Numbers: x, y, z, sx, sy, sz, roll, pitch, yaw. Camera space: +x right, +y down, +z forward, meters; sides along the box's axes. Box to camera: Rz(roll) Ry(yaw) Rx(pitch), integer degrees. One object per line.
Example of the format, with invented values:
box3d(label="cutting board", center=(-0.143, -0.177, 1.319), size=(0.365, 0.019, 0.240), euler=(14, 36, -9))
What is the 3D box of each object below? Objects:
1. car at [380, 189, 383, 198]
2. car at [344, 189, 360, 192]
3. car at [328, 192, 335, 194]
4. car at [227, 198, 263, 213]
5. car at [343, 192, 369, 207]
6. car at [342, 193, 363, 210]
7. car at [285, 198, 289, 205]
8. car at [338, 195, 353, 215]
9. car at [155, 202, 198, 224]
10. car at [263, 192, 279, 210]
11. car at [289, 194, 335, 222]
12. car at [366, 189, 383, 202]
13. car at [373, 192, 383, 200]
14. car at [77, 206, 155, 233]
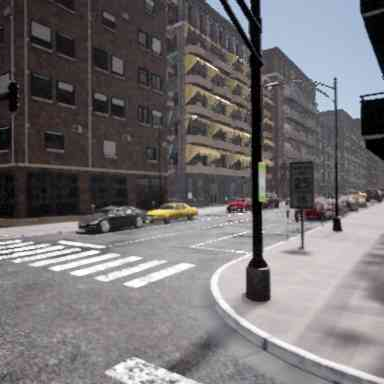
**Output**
box3d(label="car", center=(40.570, 0.268, 69.240), size=(2.192, 1.841, 5.009), euler=(0, 1, 35))
box3d(label="car", center=(26.018, 0.622, 52.939), size=(2.097, 1.767, 4.553), euler=(-1, 0, 35))
box3d(label="car", center=(27.348, 0.751, 64.938), size=(1.947, 1.339, 4.313), euler=(0, 1, 35))
box3d(label="car", center=(5.042, 1.258, 32.980), size=(1.887, 1.381, 4.507), euler=(0, 1, 35))
box3d(label="car", center=(18.364, 1.001, 37.425), size=(1.752, 1.417, 4.829), euler=(0, 1, 35))
box3d(label="car", center=(15.081, 1.105, 32.720), size=(2.008, 1.369, 4.403), euler=(0, 1, 35))
box3d(label="car", center=(14.504, 1.013, 46.536), size=(1.752, 1.417, 4.829), euler=(0, 1, 35))
box3d(label="car", center=(11.894, 1.181, 28.156), size=(2.008, 1.369, 4.403), euler=(0, 1, 35))
box3d(label="car", center=(-1.428, 1.395, 23.709), size=(1.752, 1.417, 4.829), euler=(0, 1, 35))
box3d(label="car", center=(8.228, 0.952, 37.542), size=(2.192, 1.841, 5.009), euler=(0, 1, 35))
box3d(label="car", center=(8.707, 1.147, 23.589), size=(1.967, 1.590, 4.097), euler=(0, 1, 35))
box3d(label="car", center=(27.825, 0.567, 50.979), size=(2.192, 1.841, 5.009), euler=(0, 1, 35))
box3d(label="car", center=(34.199, 0.653, 60.113), size=(2.008, 1.369, 4.403), euler=(0, 1, 35))
box3d(label="car", center=(-4.517, 1.495, 19.283), size=(2.008, 1.369, 4.403), euler=(0, 1, 35))
